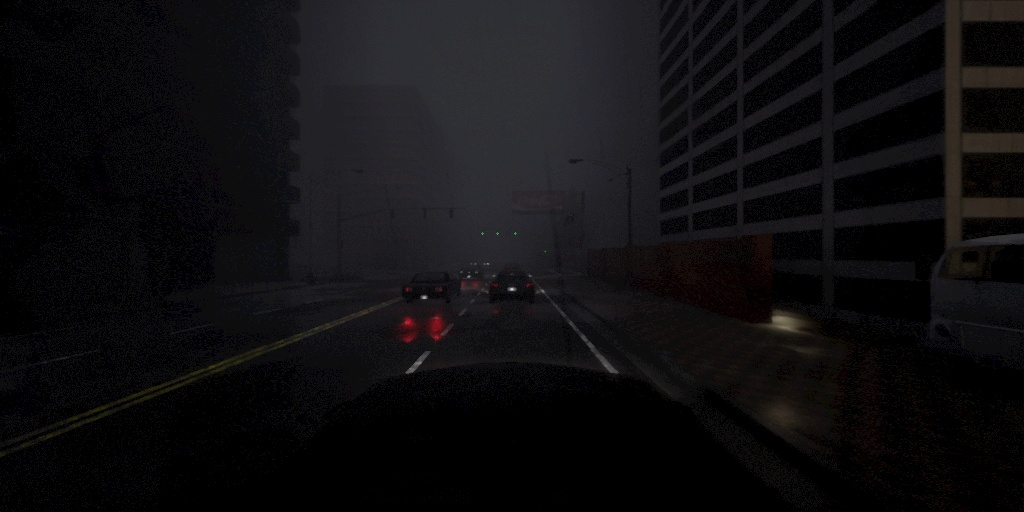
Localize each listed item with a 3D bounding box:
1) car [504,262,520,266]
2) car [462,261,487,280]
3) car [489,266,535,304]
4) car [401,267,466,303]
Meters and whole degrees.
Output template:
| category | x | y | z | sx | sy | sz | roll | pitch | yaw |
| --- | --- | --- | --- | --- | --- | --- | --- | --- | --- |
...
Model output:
| category | x | y | z | sx | sy | sz | roll | pitch | yaw |
| --- | --- | --- | --- | --- | --- | --- | --- | --- | --- |
| car | 0.000 | 1.282 | 31.500 | 1.812 | 1.442 | 4.674 | 0 | 0 | 0 |
| car | -3.500 | 1.365 | 31.530 | 1.895 | 1.301 | 4.718 | 0 | 0 | 0 |
| car | 0.000 | 1.321 | 16.500 | 1.994 | 1.385 | 4.181 | 0 | 0 | 0 |
| car | -3.500 | 1.365 | 16.530 | 1.895 | 1.301 | 4.718 | 0 | 0 | 0 |
